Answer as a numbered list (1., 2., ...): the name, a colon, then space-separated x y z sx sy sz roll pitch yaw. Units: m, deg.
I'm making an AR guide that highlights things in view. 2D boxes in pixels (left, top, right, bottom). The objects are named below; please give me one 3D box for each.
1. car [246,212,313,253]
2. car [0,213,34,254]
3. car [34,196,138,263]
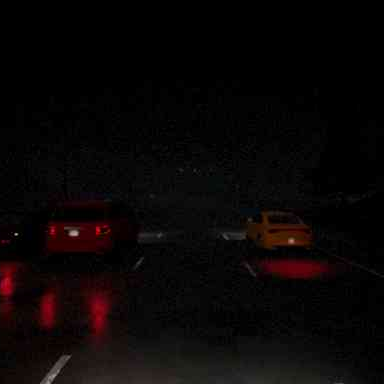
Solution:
1. car: 3.529 1.569 14.194 1.882 1.535 5.008 0 0 1
2. car: -6.973 1.616 13.857 1.812 1.442 4.674 0 0 1
3. car: -3.489 1.312 12.546 2.150 2.045 5.566 0 0 0
